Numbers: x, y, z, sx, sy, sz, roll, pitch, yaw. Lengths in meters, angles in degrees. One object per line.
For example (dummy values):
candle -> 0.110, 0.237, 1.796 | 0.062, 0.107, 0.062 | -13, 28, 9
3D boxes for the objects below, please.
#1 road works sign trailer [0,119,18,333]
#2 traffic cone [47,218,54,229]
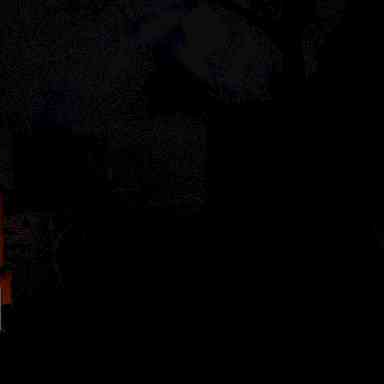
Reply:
road works sign trailer -> -4.501, 0.421, 6.092 | 2.380, 3.560, 2.880 | -2, 1, -22
traffic cone -> -7.956, 1.744, 18.733 | 0.340, 0.580, 0.340 | -1, 1, -22
